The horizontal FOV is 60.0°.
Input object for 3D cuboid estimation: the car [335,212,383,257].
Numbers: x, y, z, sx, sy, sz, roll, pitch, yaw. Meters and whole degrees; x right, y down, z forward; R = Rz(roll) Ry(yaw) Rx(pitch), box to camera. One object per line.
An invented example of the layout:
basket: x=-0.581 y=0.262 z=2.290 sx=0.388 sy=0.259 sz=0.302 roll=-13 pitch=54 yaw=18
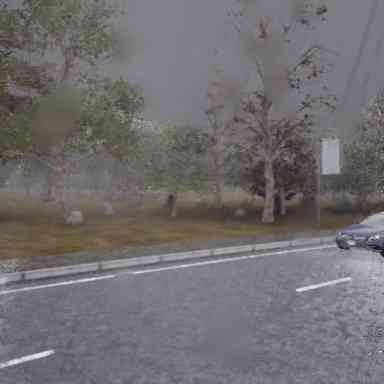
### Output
car: x=7.589 y=1.517 z=12.760 sx=4.674 sy=1.442 sz=1.812 roll=0 pitch=0 yaw=-30
